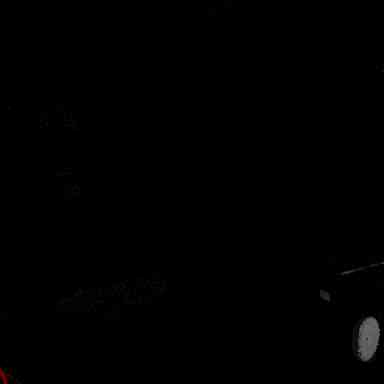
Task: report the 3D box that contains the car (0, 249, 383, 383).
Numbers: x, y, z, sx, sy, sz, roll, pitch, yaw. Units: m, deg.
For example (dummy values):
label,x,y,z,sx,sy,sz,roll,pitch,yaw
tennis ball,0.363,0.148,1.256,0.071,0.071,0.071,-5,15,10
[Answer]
label,x,y,z,sx,sy,sz,roll,pitch,yaw
car,0.379,1.457,4.017,5.008,1.535,1.882,-1,0,-35
